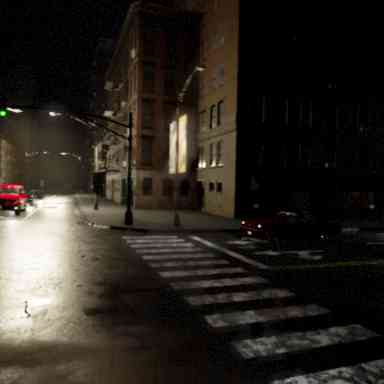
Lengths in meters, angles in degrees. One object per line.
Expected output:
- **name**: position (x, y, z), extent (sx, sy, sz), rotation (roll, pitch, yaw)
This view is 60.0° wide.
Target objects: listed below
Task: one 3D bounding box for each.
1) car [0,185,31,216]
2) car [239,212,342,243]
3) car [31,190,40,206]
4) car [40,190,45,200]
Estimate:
- **car**: position (-13.223, 0.535, 23.808), extent (2.150, 2.045, 5.566), rotation (1, 1, -20)
- **car**: position (4.707, 1.624, 16.011), extent (4.718, 1.301, 1.895), rotation (2, 1, -20)
- **car**: position (-16.656, 0.593, 33.158), extent (1.837, 1.490, 4.892), rotation (1, 1, -20)
- **car**: position (-20.839, 0.413, 44.589), extent (1.895, 1.301, 4.718), rotation (1, 1, -20)
